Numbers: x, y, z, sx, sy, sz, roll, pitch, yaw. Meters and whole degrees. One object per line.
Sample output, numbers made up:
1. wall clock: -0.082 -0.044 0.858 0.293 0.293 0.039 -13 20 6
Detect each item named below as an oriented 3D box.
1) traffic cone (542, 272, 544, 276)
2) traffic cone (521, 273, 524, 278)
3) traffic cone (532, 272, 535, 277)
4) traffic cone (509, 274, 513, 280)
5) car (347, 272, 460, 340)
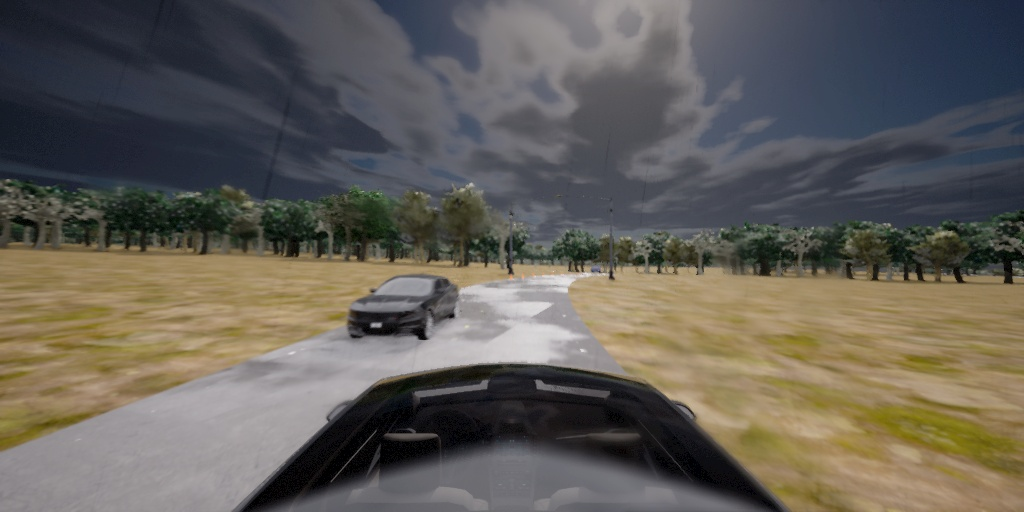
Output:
1. traffic cone: 4.420 2.492 50.798 0.340 0.580 0.340 0 0 20
2. traffic cone: 1.237 2.202 41.115 0.340 0.580 0.340 0 0 16
3. traffic cone: 2.740 2.339 45.986 0.340 0.580 0.340 0 0 18
4. traffic cone: -0.088 2.082 36.192 0.340 0.580 0.340 0 0 14
5. car: -2.800 1.256 10.300 1.882 1.535 5.008 1 0 4
